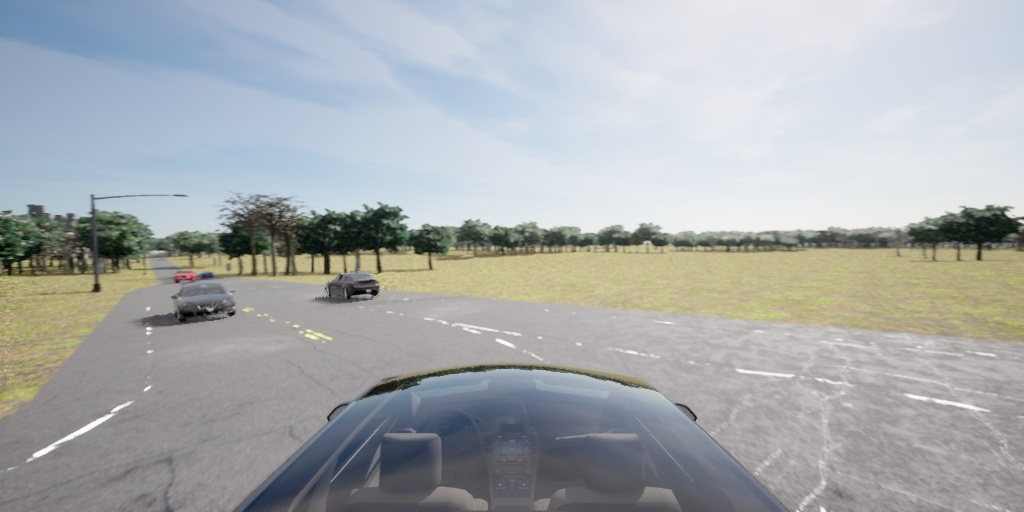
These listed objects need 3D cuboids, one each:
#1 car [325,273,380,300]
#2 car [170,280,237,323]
[{"bbox_3d":[-9.829,1.783,21.982,4.892,1.490,1.837,-2,1,44],"label":"car"},{"bbox_3d":[-13.965,1.993,16.236,4.892,1.490,1.837,-2,1,44],"label":"car"}]
